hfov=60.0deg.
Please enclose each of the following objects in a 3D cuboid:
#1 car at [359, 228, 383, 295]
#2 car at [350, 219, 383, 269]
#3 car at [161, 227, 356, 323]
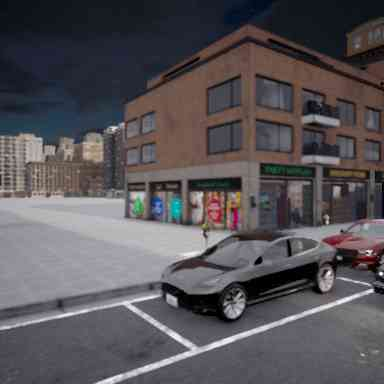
[{"bbox_3d":[6.217,1.543,7.488,5.357,1.411,2.033,0,0,-35],"label":"car"},{"bbox_3d":[5.817,1.540,10.358,4.507,1.381,1.887,0,0,-35],"label":"car"},{"bbox_3d":[1.415,1.564,7.220,4.313,1.339,1.947,0,0,-35],"label":"car"}]
